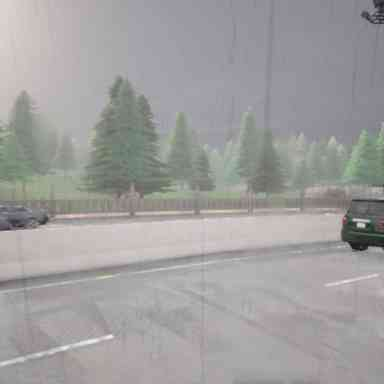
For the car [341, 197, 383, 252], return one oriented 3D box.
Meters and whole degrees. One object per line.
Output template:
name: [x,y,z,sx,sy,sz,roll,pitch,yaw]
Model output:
car: [8.035,1.202,12.310,5.566,2.045,2.150,0,0,-27]
